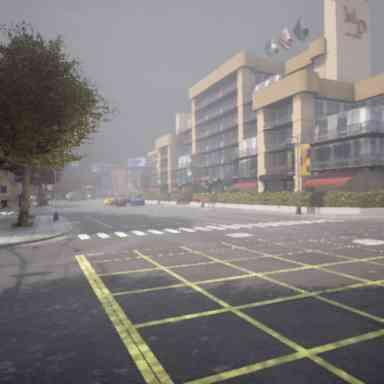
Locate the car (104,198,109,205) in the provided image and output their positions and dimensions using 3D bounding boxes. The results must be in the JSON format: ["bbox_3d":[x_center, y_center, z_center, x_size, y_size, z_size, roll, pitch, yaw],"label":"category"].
[{"bbox_3d":[-17.352,1.941,70.090,1.882,1.535,5.008,-1,0,-24],"label":"car"}]

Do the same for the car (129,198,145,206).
[{"bbox_3d":[-10.393,1.911,63.212,1.882,1.535,5.008,-1,0,-24],"label":"car"}]

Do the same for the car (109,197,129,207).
[{"bbox_3d":[-13.580,1.988,61.767,1.837,1.490,4.892,-1,0,-24],"label":"car"}]

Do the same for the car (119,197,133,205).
[{"bbox_3d":[-14.167,1.914,71.541,1.837,1.490,4.892,-1,0,-24],"label":"car"}]
